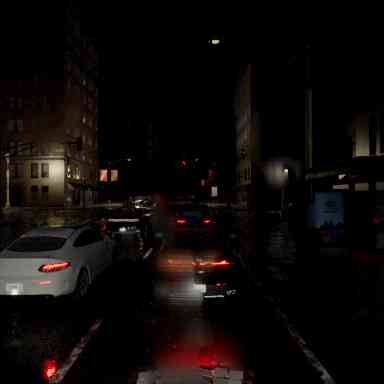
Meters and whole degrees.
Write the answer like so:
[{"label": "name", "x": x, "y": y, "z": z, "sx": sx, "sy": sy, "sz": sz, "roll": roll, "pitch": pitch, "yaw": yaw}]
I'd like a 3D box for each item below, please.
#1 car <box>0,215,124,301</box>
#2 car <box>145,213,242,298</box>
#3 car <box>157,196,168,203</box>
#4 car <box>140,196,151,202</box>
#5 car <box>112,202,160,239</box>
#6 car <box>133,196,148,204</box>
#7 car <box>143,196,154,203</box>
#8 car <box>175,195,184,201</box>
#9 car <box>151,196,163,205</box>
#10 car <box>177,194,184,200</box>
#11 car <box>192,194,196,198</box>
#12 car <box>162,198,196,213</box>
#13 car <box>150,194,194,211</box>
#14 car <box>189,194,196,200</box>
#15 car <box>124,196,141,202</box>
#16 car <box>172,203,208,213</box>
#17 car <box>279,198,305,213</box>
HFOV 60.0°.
[{"label": "car", "x": -3.146, "y": 1.528, "z": 8.220, "sx": 1.812, "sy": 1.442, "sz": 4.674, "roll": 0, "pitch": 0, "yaw": 0}, {"label": "car", "x": 0.102, "y": 1.508, "z": 8.471, "sx": 1.837, "sy": 1.490, "sz": 4.892, "roll": 0, "pitch": 0, "yaw": 0}, {"label": "car", "x": -6.414, "y": 1.560, "z": 72.450, "sx": 2.033, "sy": 1.411, "sz": 5.357, "roll": 0, "pitch": 0, "yaw": 0}, {"label": "car", "x": -6.527, "y": 1.524, "z": 52.963, "sx": 1.837, "sy": 1.490, "sz": 4.892, "roll": 0, "pitch": 0, "yaw": 0}, {"label": "car", "x": -3.131, "y": 1.498, "z": 17.486, "sx": 2.128, "sy": 1.511, "sz": 4.902, "roll": 0, "pitch": 0, "yaw": 0}, {"label": "car", "x": -9.722, "y": 1.511, "z": 63.549, "sx": 2.128, "sy": 1.511, "sz": 4.902, "roll": 0, "pitch": 0, "yaw": 1}, {"label": "car", "x": -9.662, "y": 1.544, "z": 73.763, "sx": 1.812, "sy": 1.442, "sz": 4.674, "roll": 0, "pitch": 0, "yaw": 0}, {"label": "car", "x": -3.151, "y": 1.535, "z": 82.832, "sx": 2.128, "sy": 1.511, "sz": 4.902, "roll": 0, "pitch": 0, "yaw": 0}, {"label": "car", "x": -6.488, "y": 1.546, "z": 61.987, "sx": 1.812, "sy": 1.442, "sz": 4.674, "roll": 0, "pitch": 0, "yaw": 1}, {"label": "car", "x": -3.138, "y": 1.319, "z": 93.251, "sx": 1.882, "sy": 1.535, "sz": 5.008, "roll": 0, "pitch": 0, "yaw": 0}, {"label": "car", "x": 0.100, "y": 1.605, "z": 83.274, "sx": 1.895, "sy": 1.301, "sz": 4.718, "roll": 0, "pitch": 0, "yaw": 0}, {"label": "car", "x": -0.641, "y": 1.647, "z": 36.909, "sx": 4.718, "sy": 1.301, "sz": 1.895, "roll": 0, "pitch": -1, "yaw": 0}, {"label": "car", "x": -2.349, "y": 1.437, "z": 40.154, "sx": 4.553, "sy": 1.767, "sz": 2.097, "roll": 0, "pitch": -1, "yaw": 0}, {"label": "car", "x": 0.112, "y": 1.381, "z": 93.246, "sx": 2.033, "sy": 1.411, "sz": 5.357, "roll": 0, "pitch": 0, "yaw": 0}, {"label": "car", "x": -9.772, "y": 1.524, "z": 53.420, "sx": 1.837, "sy": 1.490, "sz": 4.892, "roll": 0, "pitch": 0, "yaw": 0}, {"label": "car", "x": 0.103, "y": 1.532, "z": 17.587, "sx": 1.812, "sy": 1.442, "sz": 4.674, "roll": 0, "pitch": 0, "yaw": 0}, {"label": "car", "x": 12.508, "y": 1.440, "z": 36.936, "sx": 4.553, "sy": 1.767, "sz": 2.097, "roll": 0, "pitch": -1, "yaw": 0}]
